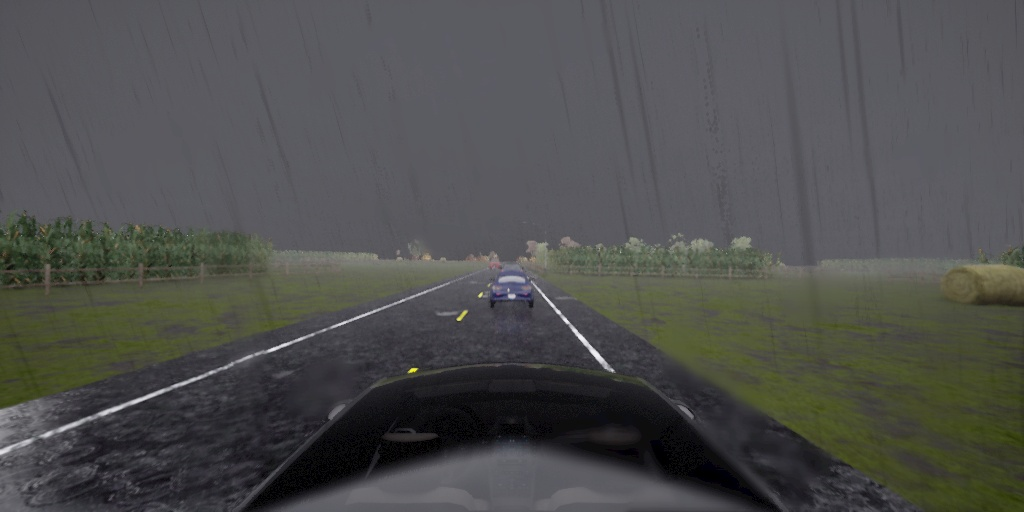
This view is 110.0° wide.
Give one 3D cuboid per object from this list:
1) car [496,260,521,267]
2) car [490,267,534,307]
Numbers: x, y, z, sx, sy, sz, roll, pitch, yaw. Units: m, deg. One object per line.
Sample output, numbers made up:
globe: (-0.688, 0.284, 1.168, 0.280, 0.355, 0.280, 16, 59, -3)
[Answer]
car: (-0.009, 1.381, 30.946, 2.097, 1.767, 4.553, 0, -1, 0)
car: (-0.002, 1.415, 16.240, 1.812, 1.442, 4.674, 0, 0, 0)
